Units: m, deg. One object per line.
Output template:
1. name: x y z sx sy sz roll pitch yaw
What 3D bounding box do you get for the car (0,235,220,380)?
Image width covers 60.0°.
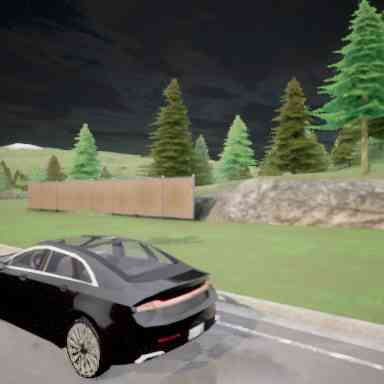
1. car: -1.896 1.483 5.510 4.902 1.511 2.128 0 0 36
